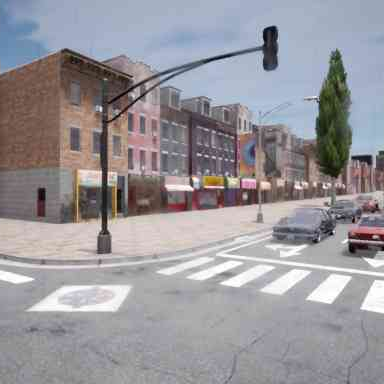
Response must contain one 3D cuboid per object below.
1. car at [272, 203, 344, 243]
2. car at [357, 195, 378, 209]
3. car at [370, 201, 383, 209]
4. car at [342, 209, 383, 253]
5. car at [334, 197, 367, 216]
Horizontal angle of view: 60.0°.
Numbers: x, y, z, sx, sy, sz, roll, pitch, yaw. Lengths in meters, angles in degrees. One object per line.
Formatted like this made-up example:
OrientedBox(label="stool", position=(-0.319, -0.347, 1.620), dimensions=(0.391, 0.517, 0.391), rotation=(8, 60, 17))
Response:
OrientedBox(label="car", position=(5.619, 1.481, 16.068), dimensions=(2.033, 1.411, 5.357), rotation=(0, 0, 34))
OrientedBox(label="car", position=(16.948, 1.071, 32.599), dimensions=(2.097, 1.767, 4.553), rotation=(0, 1, 35))
OrientedBox(label="car", position=(12.293, 1.432, 20.087), dimensions=(1.994, 1.385, 4.181), rotation=(0, 1, 34))
OrientedBox(label="car", position=(7.330, 1.546, 12.814), dimensions=(1.895, 1.301, 4.718), rotation=(0, 0, 34))
OrientedBox(label="car", position=(11.158, 1.343, 24.179), dimensions=(1.837, 1.490, 4.892), rotation=(0, 1, 34))
